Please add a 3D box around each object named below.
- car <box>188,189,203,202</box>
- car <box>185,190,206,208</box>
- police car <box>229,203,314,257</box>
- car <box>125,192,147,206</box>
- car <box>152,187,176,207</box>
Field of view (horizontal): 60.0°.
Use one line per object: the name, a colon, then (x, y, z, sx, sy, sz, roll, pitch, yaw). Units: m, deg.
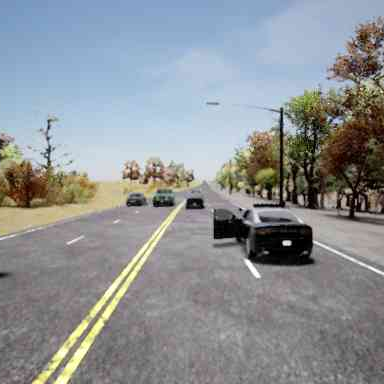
car: (0.594, 0.421, 49.316, 2.097, 1.767, 4.553, 0, 1, 2)
car: (0.326, 0.861, 34.539, 1.837, 1.490, 4.892, 0, 1, 1)
police car: (2.709, 1.203, 12.019, 1.930, 1.638, 5.238, 0, 1, 0)
car: (-6.251, 0.803, 37.731, 1.837, 1.490, 4.892, 0, 1, 1)
car: (-3.022, 0.530, 36.912, 2.150, 2.045, 5.566, 0, 1, 1)
